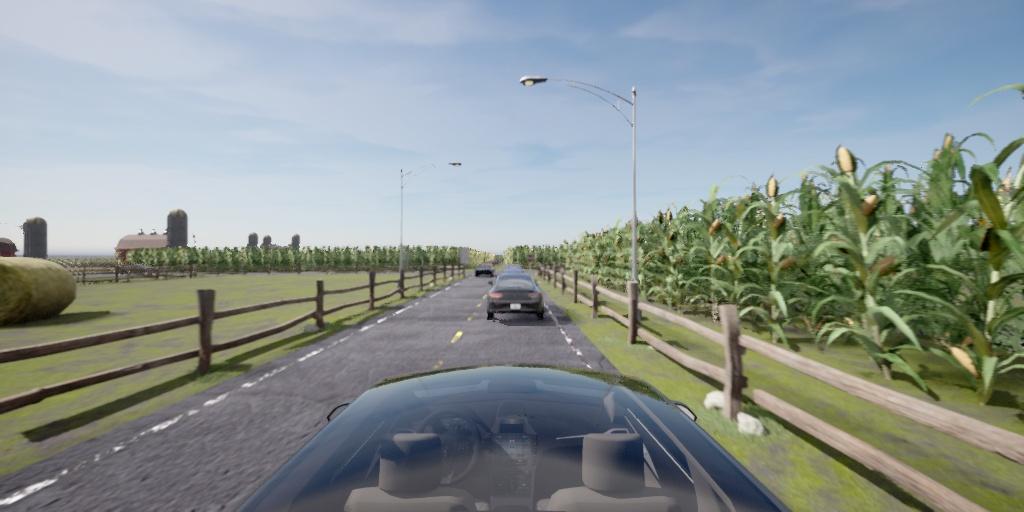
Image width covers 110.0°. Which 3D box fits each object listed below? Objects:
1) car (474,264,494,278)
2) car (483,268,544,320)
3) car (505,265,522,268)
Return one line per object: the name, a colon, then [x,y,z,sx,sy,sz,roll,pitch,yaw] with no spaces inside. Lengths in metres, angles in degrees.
car: [-2.750,1.502,36.728,1.895,1.301,4.718,0,0,0]
car: [0.105,1.322,12.789,1.812,1.442,4.674,0,0,0]
car: [0.113,1.419,30.117,2.033,1.411,5.357,0,0,0]
